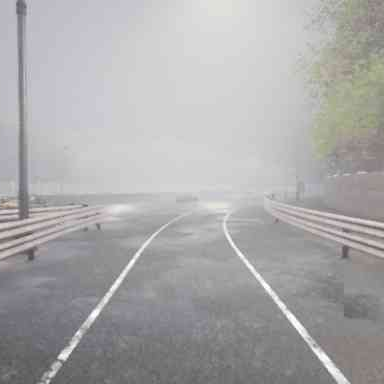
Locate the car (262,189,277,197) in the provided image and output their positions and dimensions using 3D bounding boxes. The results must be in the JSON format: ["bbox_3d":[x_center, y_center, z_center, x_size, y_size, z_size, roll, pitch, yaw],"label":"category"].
[{"bbox_3d":[17.426,0.379,76.116,1.812,1.442,4.674,0,1,26],"label":"car"}]

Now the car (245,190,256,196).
[{"bbox_3d":[15.430,0.192,88.016,1.882,1.535,5.008,0,1,26],"label":"car"}]

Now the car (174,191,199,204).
[{"bbox_3d":[-0.605,0.891,47.027,1.994,1.385,4.181,0,1,26],"label":"car"}]

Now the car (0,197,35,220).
[{"bbox_3d":[-11.541,1.157,24.303,1.882,1.535,5.008,0,1,26],"label":"car"}]

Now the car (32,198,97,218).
[{"bbox_3d":[-8.332,1.248,22.895,1.994,1.385,4.181,0,1,26],"label":"car"}]

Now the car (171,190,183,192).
[{"bbox_3d":[-2.625,0.359,82.904,1.882,1.535,5.008,0,1,26],"label":"car"}]

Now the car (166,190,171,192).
[{"bbox_3d":[-5.773,0.379,84.435,1.837,1.490,4.892,0,1,26],"label":"car"}]
